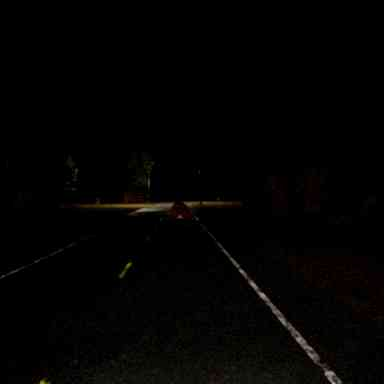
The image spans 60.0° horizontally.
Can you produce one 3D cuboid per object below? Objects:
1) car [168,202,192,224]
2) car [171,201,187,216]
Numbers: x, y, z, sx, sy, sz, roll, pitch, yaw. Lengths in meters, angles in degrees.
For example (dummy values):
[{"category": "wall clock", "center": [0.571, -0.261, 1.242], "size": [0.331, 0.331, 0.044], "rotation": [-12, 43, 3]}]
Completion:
[{"category": "car", "center": [-1.027, 1.823, 28.706], "size": [1.882, 1.535, 5.008], "rotation": [-1, -1, -2]}, {"category": "car", "center": [-1.551, 1.993, 40.597], "size": [1.837, 1.490, 4.892], "rotation": [-1, 0, -2]}]
